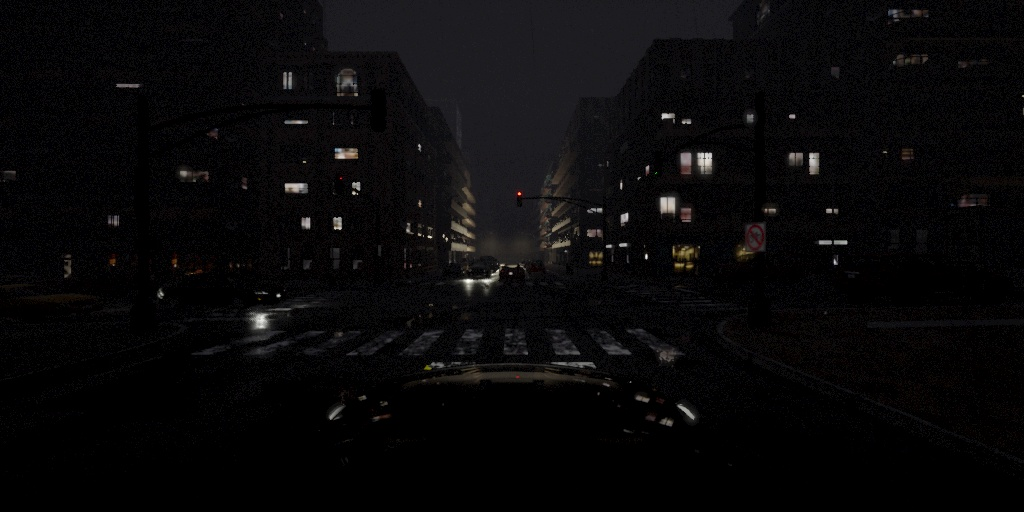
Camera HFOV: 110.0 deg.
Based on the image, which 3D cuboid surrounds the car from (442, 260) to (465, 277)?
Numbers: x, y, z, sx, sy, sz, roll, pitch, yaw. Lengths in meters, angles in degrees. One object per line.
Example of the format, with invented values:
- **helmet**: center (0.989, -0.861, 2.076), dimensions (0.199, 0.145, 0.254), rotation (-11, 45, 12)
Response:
- **car**: center (-5.631, 1.322, 35.134), dimensions (1.948, 1.339, 4.313), rotation (0, 0, 0)

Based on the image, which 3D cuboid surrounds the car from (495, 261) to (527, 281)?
- **car**: center (0.011, 1.319, 29.713), dimensions (1.994, 1.385, 4.181), rotation (0, 0, 3)

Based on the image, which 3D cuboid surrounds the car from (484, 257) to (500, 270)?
- **car**: center (-2.991, 1.116, 54.433), dimensions (2.097, 1.767, 4.553), rotation (0, 0, 0)

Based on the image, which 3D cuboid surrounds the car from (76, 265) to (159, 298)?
- **car**: center (-23.565, 1.462, 21.136), dimensions (5.009, 1.841, 2.192), rotation (0, 0, 0)

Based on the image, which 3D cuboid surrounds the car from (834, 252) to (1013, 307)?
- **car**: center (14.730, 0.775, 13.054), dimensions (5.009, 1.841, 2.192), rotation (0, 0, 0)

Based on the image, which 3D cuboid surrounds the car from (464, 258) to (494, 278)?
- **car**: center (-3.044, 1.233, 34.119), dimensions (1.882, 1.535, 5.008), rotation (0, 0, 0)

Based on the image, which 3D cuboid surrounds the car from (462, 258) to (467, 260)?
- **car**: center (-5.621, 1.283, 40.646), dimensions (1.751, 1.417, 4.829), rotation (0, 0, 0)

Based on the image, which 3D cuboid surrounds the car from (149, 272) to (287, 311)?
- **car**: center (-12.223, 1.457, 15.238), dimensions (4.892, 1.490, 1.837), rotation (-1, 0, 4)

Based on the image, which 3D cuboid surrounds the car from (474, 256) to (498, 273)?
- **car**: center (-3.024, 0.981, 44.101), dimensions (2.150, 2.045, 5.566), rotation (0, 0, 0)

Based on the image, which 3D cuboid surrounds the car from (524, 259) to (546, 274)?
- **car**: center (2.759, 1.198, 40.803), dimensions (1.967, 1.591, 4.097), rotation (0, 0, 0)

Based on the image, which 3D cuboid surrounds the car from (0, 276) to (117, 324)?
- **car**: center (-17.611, 1.585, 12.829), dimensions (4.829, 1.417, 1.751), rotation (0, 0, 0)

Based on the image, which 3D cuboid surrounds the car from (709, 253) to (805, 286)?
- **car**: center (14.610, 0.759, 21.433), dimensions (5.009, 1.841, 2.192), rotation (0, 0, 0)
